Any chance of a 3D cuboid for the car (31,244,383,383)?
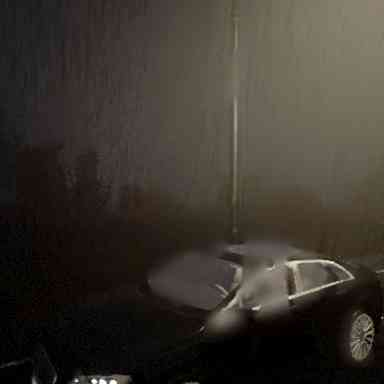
[{"bbox_3d":[0.615,1.519,4.375,4.902,1.511,2.128,1,0,-35],"label":"car"}]
